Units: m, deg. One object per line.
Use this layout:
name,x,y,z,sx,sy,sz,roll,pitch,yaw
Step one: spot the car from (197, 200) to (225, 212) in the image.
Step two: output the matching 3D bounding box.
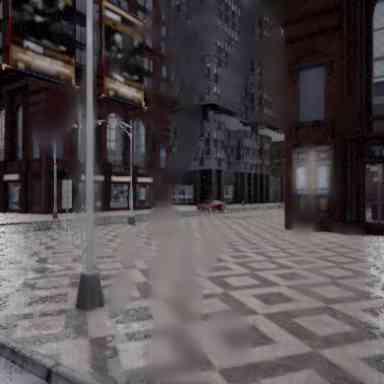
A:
car,2.549,1.800,43.734,1.882,1.535,5.008,0,0,36
